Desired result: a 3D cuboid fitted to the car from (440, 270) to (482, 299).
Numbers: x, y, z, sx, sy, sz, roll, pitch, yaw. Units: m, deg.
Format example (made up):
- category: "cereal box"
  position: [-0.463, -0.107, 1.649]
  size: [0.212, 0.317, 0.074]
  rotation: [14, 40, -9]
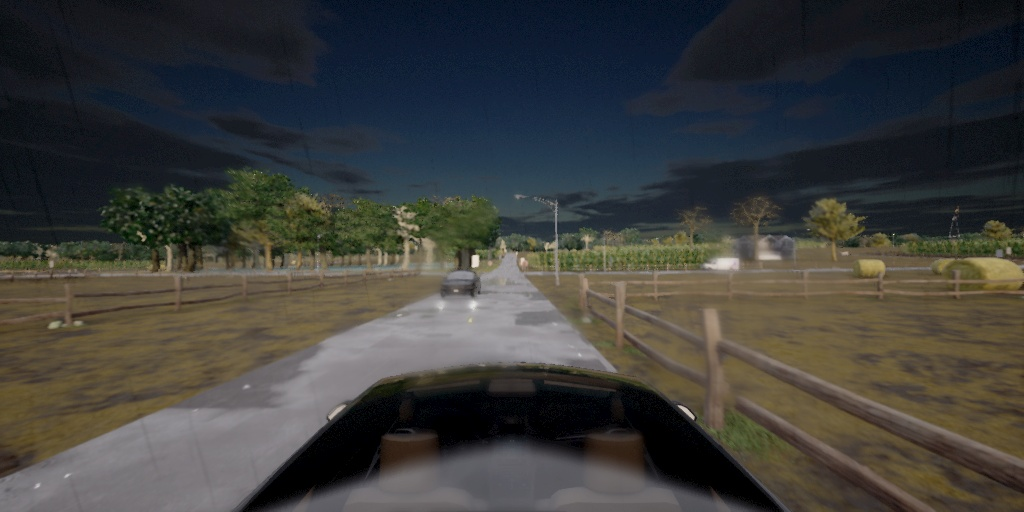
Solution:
- category: "car"
  position: [-2.838, 1.540, 20.699]
  size: [1.882, 1.535, 5.008]
  rotation: [0, -1, 0]
